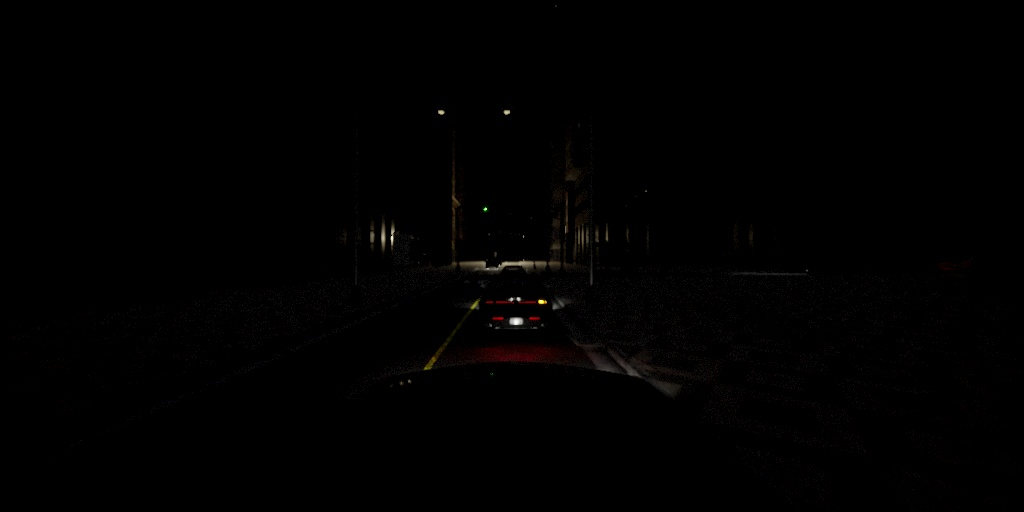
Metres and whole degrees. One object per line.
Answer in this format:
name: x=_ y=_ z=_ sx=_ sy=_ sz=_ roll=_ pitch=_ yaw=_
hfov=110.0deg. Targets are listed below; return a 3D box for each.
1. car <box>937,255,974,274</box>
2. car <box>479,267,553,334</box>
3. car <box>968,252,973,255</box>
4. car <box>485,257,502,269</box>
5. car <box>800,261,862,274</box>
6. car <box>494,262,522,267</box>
car: x=40.970 y=0.890 z=31.812 sx=5.008 sy=1.535 sz=1.882 roll=0 pitch=-1 yaw=1
car: x=0.095 y=1.238 z=10.557 sx=1.837 sy=1.490 sz=4.892 roll=0 pitch=0 yaw=0
car: x=46.666 y=0.252 z=34.869 sx=5.566 sy=2.045 sz=2.150 roll=0 pitch=-1 yaw=0
car: x=-3.081 y=1.195 z=55.409 sx=2.033 sy=1.411 sz=5.357 roll=0 pitch=0 yaw=0
car: x=30.942 y=1.110 z=34.935 sx=4.718 sy=1.301 sz=1.895 roll=0 pitch=-1 yaw=0
car: x=0.087 y=1.274 z=22.665 sx=1.994 sy=1.385 sz=4.181 roll=0 pitch=0 yaw=0
